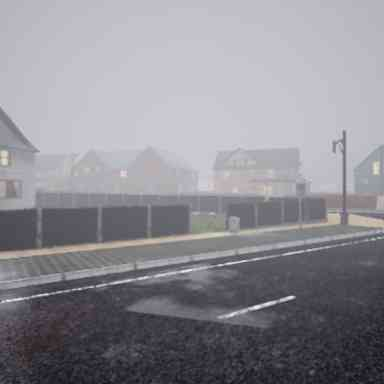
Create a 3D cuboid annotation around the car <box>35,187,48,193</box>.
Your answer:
[{"bbox_3d":[-21.001,0.371,42.500,5.566,2.045,2.150,1,0,19],"label":"car"}]
